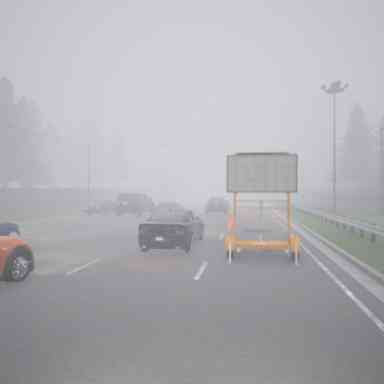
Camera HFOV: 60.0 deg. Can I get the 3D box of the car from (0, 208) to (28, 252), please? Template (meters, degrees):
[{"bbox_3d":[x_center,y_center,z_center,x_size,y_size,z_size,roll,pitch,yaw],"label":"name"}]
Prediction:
[{"bbox_3d":[-8.155,1.433,11.504,1.882,1.535,5.008,0,0,10],"label":"car"}]

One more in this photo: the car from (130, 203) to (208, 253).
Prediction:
[{"bbox_3d":[-0.682,1.433,13.703,1.882,1.535,5.008,0,0,10],"label":"car"}]

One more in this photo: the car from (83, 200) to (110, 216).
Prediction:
[{"bbox_3d":[-8.318,1.439,31.472,2.033,1.411,5.357,0,0,10],"label":"car"}]

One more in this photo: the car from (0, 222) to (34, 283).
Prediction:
[{"bbox_3d":[-5.395,1.325,6.842,2.097,1.767,4.553,0,0,10],"label":"car"}]

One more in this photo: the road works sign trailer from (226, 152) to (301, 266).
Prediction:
[{"bbox_3d":[2.408,0.430,11.579,2.380,3.560,2.880,0,0,10],"label":"road works sign trailer"}]

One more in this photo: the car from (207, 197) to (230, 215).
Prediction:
[{"bbox_3d":[2.562,1.251,32.818,2.097,1.767,4.553,0,0,9],"label":"car"}]

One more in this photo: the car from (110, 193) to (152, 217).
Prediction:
[{"bbox_3d":[-5.032,1.121,29.922,2.150,2.045,5.566,0,0,10],"label":"car"}]

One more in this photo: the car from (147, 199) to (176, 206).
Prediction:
[{"bbox_3d":[-1.903,1.475,27.437,1.994,1.385,4.181,0,0,10],"label":"car"}]
